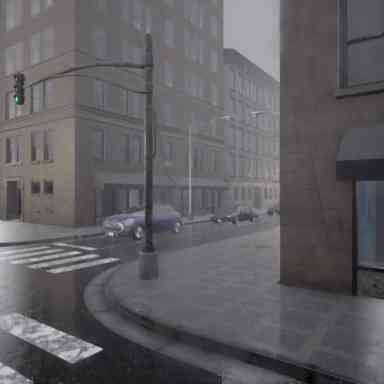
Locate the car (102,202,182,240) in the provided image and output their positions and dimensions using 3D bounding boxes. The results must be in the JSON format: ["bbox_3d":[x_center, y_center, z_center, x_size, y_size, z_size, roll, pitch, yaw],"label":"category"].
[{"bbox_3d":[-2.553,1.432,17.689,2.097,1.767,4.553,0,0,35],"label":"car"}]

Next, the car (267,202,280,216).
[{"bbox_3d":[9.667,1.743,34.876,2.033,1.411,5.357,0,0,36],"label":"car"}]

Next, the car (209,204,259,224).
[{"bbox_3d":[3.481,1.685,26.192,2.033,1.411,5.357,0,0,35],"label":"car"}]
